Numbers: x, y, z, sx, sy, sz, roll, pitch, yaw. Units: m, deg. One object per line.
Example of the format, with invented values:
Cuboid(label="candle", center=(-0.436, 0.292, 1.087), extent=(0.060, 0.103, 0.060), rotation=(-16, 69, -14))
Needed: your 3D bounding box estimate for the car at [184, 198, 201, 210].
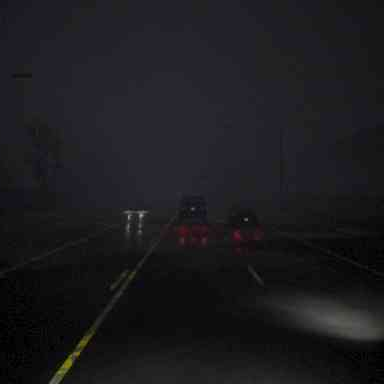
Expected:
Cuboid(label="car", center=(0.041, 1.580, 45.068), extent=(2.128, 1.511, 4.902), rotation=(0, 0, 0))

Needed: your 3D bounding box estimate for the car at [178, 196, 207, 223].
Cuboid(label="car", center=(0.061, 1.344, 26.900), extent=(2.150, 2.045, 5.566), rotation=(0, 0, 0))

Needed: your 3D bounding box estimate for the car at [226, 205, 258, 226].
Cuboid(label="car", center=(3.568, 1.637, 24.180), extent=(1.812, 1.442, 4.674), rotation=(0, 0, 0))

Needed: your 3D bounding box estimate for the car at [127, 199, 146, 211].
Cuboid(label="car", center=(-7.123, 1.624, 43.147), extent=(1.812, 1.442, 4.674), rotation=(0, 0, 0))
